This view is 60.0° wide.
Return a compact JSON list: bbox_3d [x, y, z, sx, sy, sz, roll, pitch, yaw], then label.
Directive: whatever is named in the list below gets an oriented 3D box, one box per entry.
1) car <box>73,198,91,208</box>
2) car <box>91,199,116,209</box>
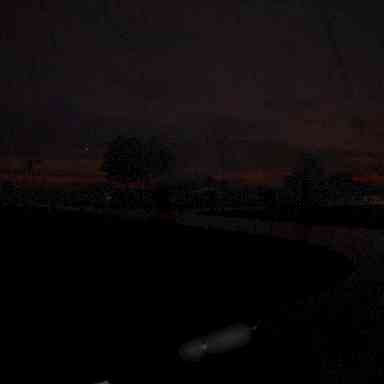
[{"bbox_3d":[-18.538,1.801,56.198,1.882,1.535,5.008,-1,0,-36],"label":"car"},{"bbox_3d":[-12.481,1.706,47.845,1.812,1.442,4.674,-1,0,-35],"label":"car"}]
